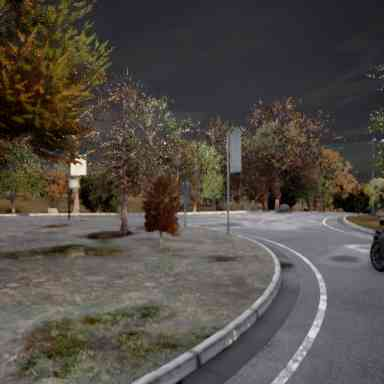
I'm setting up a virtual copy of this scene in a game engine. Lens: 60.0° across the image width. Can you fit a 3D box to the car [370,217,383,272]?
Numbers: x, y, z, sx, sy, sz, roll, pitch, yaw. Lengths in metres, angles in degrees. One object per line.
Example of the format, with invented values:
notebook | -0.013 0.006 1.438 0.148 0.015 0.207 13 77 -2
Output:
car | 5.721 1.215 7.414 2.150 2.045 5.566 0 0 18
